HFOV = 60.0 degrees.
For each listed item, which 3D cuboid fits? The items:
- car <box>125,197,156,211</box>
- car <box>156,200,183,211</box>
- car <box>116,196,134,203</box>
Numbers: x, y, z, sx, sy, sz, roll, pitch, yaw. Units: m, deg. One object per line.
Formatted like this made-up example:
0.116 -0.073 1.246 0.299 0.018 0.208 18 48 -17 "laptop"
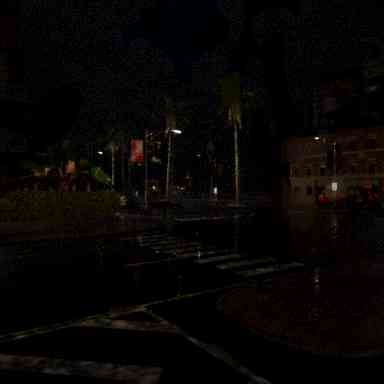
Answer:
-6.630 1.523 40.293 1.812 1.442 4.674 0 0 -35 "car"
-3.150 1.597 41.431 1.895 1.301 4.718 0 0 -35 "car"
-13.876 1.517 68.680 1.812 1.442 4.674 0 0 -39 "car"
